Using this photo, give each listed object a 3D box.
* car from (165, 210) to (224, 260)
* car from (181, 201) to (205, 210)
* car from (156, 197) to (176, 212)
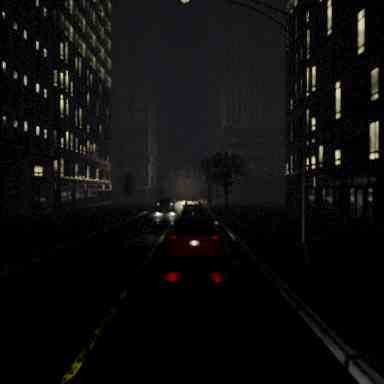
[{"bbox_3d":[0.082,1.573,12.460,1.994,1.385,4.181,0,0,0],"label":"car"},{"bbox_3d":[0.096,1.518,29.510,2.128,1.511,4.902,0,0,0],"label":"car"},{"bbox_3d":[-3.082,1.392,39.399,2.097,1.767,4.553,0,0,0],"label":"car"}]
